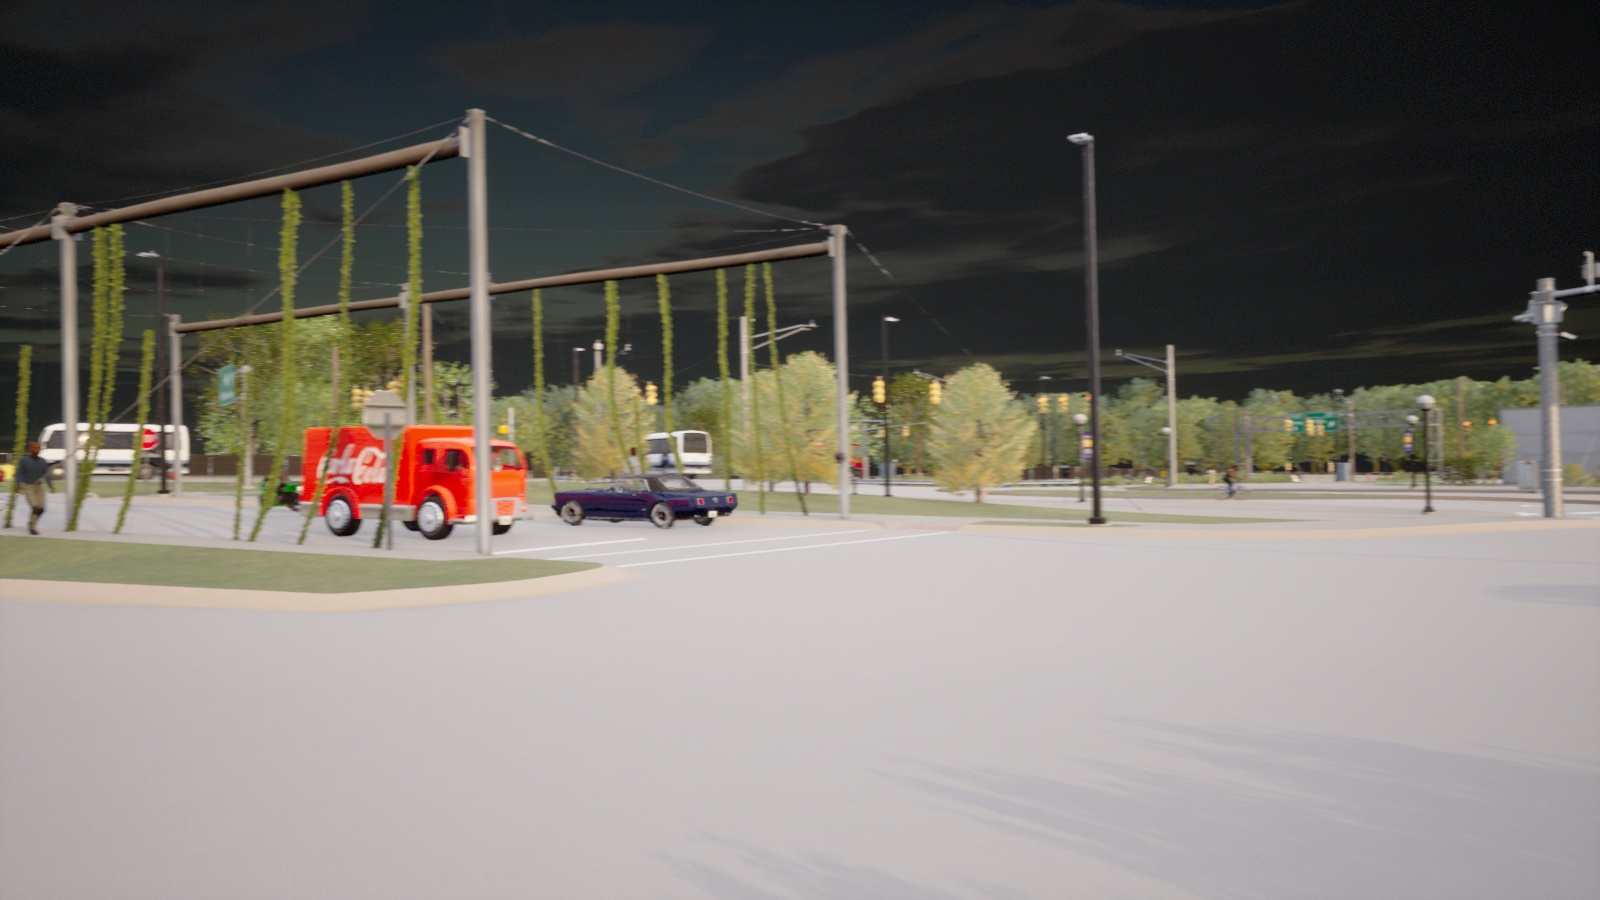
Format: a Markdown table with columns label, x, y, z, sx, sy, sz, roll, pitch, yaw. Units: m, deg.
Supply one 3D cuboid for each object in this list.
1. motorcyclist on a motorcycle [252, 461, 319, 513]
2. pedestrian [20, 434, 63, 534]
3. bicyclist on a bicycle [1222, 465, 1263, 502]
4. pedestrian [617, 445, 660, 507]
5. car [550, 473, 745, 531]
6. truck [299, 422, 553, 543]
| label | x | y | z | sx | sy | sz | roll | pitch | yaw |
| --- | --- | --- | --- | --- | --- | --- | --- | --- | --- |
| motorcyclist on a motorcycle | -15.698 | 1.115 | 38.284 | 2.044 | 1.523 | 0.797 | 0 | 0 | 29 |
| pedestrian | -14.196 | 0.638 | 23.506 | 0.726 | 1.835 | 0.370 | -2 | -1 | 31 |
| bicyclist on a bicycle | 19.627 | 1.491 | 55.724 | 0.582 | 1.620 | 1.656 | 0 | -1 | -38 |
| pedestrian | -4.926 | 0.795 | 38.319 | 0.900 | 1.855 | 0.874 | -2 | -1 | 31 |
| car | -3.861 | 1.253 | 31.500 | 4.718 | 1.301 | 1.895 | 0 | 0 | 32 |
| truck | -8.410 | 0.663 | 28.174 | 5.204 | 2.467 | 2.627 | 0 | 0 | 31 |
